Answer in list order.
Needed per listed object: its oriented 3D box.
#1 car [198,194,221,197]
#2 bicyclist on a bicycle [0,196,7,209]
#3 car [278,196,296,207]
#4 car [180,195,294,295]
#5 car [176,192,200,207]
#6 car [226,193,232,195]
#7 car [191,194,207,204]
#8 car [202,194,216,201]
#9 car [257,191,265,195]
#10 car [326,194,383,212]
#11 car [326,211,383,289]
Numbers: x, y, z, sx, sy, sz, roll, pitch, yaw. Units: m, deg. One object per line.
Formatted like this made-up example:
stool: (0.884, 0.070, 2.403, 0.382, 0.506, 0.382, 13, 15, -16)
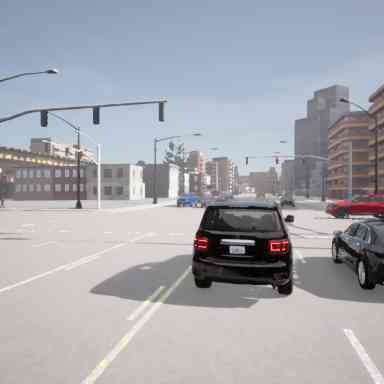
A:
car: (2.436, 1.381, 46.090, 1.837, 1.490, 4.892, 0, 1, 12)
bicyclist on a bicycle: (-23.742, 1.303, 41.537, 0.582, 1.620, 1.656, 0, 0, 10)
car: (13.904, 1.350, 48.920, 2.033, 1.411, 5.357, 0, 1, 11)
car: (1.558, 1.221, 9.073, 2.150, 2.045, 5.566, 0, 0, 15)
car: (-0.639, 1.079, 48.503, 2.150, 2.045, 5.566, 0, 1, 12)
car: (6.184, 1.091, 64.268, 1.837, 1.490, 4.892, 0, 1, 12)
car: (1.295, 1.217, 57.975, 1.837, 1.490, 4.892, 0, 1, 11)
car: (3.456, 1.075, 68.235, 2.033, 1.411, 5.357, 0, 1, 12)
car: (17.620, 0.559, 85.140, 2.097, 1.767, 4.553, 0, 1, 11)
car: (13.992, 1.203, 27.236, 5.566, 2.045, 2.150, 1, 0, 10)
car: (5.118, 1.505, 8.945, 1.837, 1.490, 4.892, 0, 0, 11)
